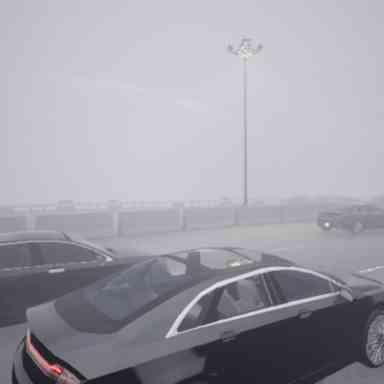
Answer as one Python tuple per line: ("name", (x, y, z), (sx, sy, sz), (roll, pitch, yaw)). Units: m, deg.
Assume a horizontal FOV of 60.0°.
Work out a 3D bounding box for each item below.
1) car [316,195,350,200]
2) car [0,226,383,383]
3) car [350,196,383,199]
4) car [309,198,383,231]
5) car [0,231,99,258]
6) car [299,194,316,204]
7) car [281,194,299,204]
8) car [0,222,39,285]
("car", (16.329, 1.105, 36.624), (4.181, 1.385, 1.994), (-1, 1, -23))
("car", (0.607, 1.450, 4.031), (4.902, 1.511, 2.128), (-1, 1, -34))
("car", (19.239, 1.090, 34.107), (5.357, 1.411, 2.033), (-1, 1, -23))
("car", (8.570, 1.284, 17.070), (4.892, 1.490, 1.837), (-1, 0, -29))
("car", (-2.691, 1.469, 6.008), (4.892, 1.490, 1.837), (-1, 1, -35))
("car", (16.101, 1.055, 40.361), (5.357, 1.411, 2.033), (-1, 1, -23))
("car", (13.694, 1.025, 43.116), (4.674, 1.442, 1.812), (-1, 1, -23))
("car", (-6.330, 1.574, 7.770), (4.718, 1.301, 1.895), (-1, 1, -36))
